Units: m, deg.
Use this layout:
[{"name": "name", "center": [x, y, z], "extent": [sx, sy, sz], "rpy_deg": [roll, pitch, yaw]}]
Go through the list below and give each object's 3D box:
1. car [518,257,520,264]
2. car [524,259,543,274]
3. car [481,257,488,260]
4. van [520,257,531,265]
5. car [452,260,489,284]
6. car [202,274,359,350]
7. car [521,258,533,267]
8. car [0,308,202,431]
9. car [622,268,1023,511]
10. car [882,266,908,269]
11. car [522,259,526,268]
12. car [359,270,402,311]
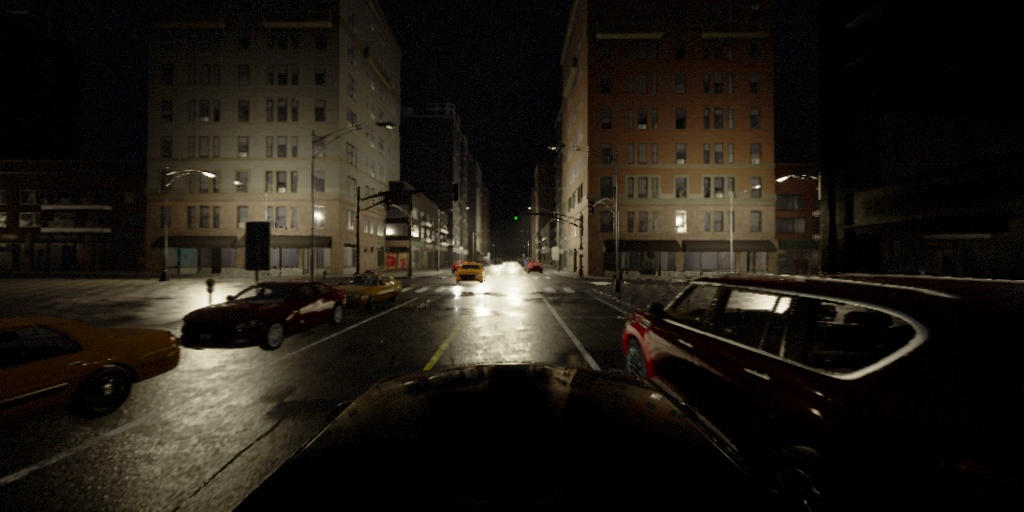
[{"name": "car", "center": [2.640, 1.100, 64.429], "extent": [2.192, 1.841, 5.009], "rpy_deg": [0, 0, 0]}, {"name": "car", "center": [2.651, 1.352, 41.736], "extent": [1.802, 1.307, 4.207], "rpy_deg": [0, 0, 0]}, {"name": "car", "center": [-5.886, 1.367, 64.433], "extent": [1.802, 1.307, 4.207], "rpy_deg": [0, 0, 0]}, {"name": "van", "center": [2.643, 1.122, 58.756], "extent": [1.690, 1.789, 3.998], "rpy_deg": [0, 0, 0]}, {"name": "car", "center": [-3.000, 1.253, 26.686], "extent": [1.882, 1.535, 5.008], "rpy_deg": [1, -1, 0]}, {"name": "car", "center": [-5.861, 1.299, 9.097], "extent": [1.888, 1.381, 4.507], "rpy_deg": [0, 0, 0]}, {"name": "car", "center": [2.645, 1.359, 53.083], "extent": [1.802, 1.307, 4.207], "rpy_deg": [0, 0, 0]}, {"name": "car", "center": [-5.858, 1.276, 3.302], "extent": [1.751, 1.417, 4.829], "rpy_deg": [0, 0, 0]}, {"name": "car", "center": [2.668, 1.065, 3.467], "extent": [2.192, 1.841, 5.009], "rpy_deg": [0, 0, 0]}, {"name": "car", "center": [29.821, 1.534, 28.855], "extent": [4.902, 1.511, 2.128], "rpy_deg": [0, -1, 0]}, {"name": "car", "center": [2.648, 1.356, 47.409], "extent": [1.802, 1.307, 4.207], "rpy_deg": [0, 0, 0]}, {"name": "car", "center": [-5.863, 1.282, 14.551], "extent": [1.751, 1.417, 4.829], "rpy_deg": [0, 0, 0]}]
